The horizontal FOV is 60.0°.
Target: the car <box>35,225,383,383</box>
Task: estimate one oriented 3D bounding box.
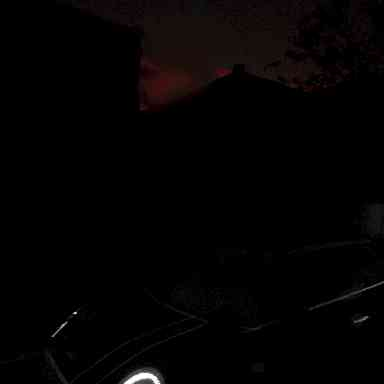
[{"bbox_3d":[0.692,1.355,3.871,4.553,1.767,2.097,0,0,-35],"label":"car"}]
